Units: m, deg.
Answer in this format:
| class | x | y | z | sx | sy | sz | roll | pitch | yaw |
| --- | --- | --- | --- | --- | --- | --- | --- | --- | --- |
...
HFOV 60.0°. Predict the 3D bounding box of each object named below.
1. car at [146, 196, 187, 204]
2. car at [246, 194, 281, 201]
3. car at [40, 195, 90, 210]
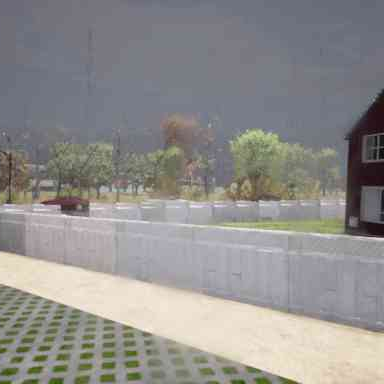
| class | x | y | z | sx | sy | sz | roll | pitch | yaw |
| --- | --- | --- | --- | --- | --- | --- | --- | --- | --- |
| car | -3.047 | 1.166 | 38.616 | 4.718 | 1.301 | 1.895 | 0 | 2 | -19 |
| car | 9.190 | 1.016 | 42.685 | 4.674 | 1.442 | 1.812 | -1 | 2 | -18 |
| car | -13.417 | 1.120 | 35.145 | 5.008 | 1.535 | 1.882 | 0 | 2 | -18 |
